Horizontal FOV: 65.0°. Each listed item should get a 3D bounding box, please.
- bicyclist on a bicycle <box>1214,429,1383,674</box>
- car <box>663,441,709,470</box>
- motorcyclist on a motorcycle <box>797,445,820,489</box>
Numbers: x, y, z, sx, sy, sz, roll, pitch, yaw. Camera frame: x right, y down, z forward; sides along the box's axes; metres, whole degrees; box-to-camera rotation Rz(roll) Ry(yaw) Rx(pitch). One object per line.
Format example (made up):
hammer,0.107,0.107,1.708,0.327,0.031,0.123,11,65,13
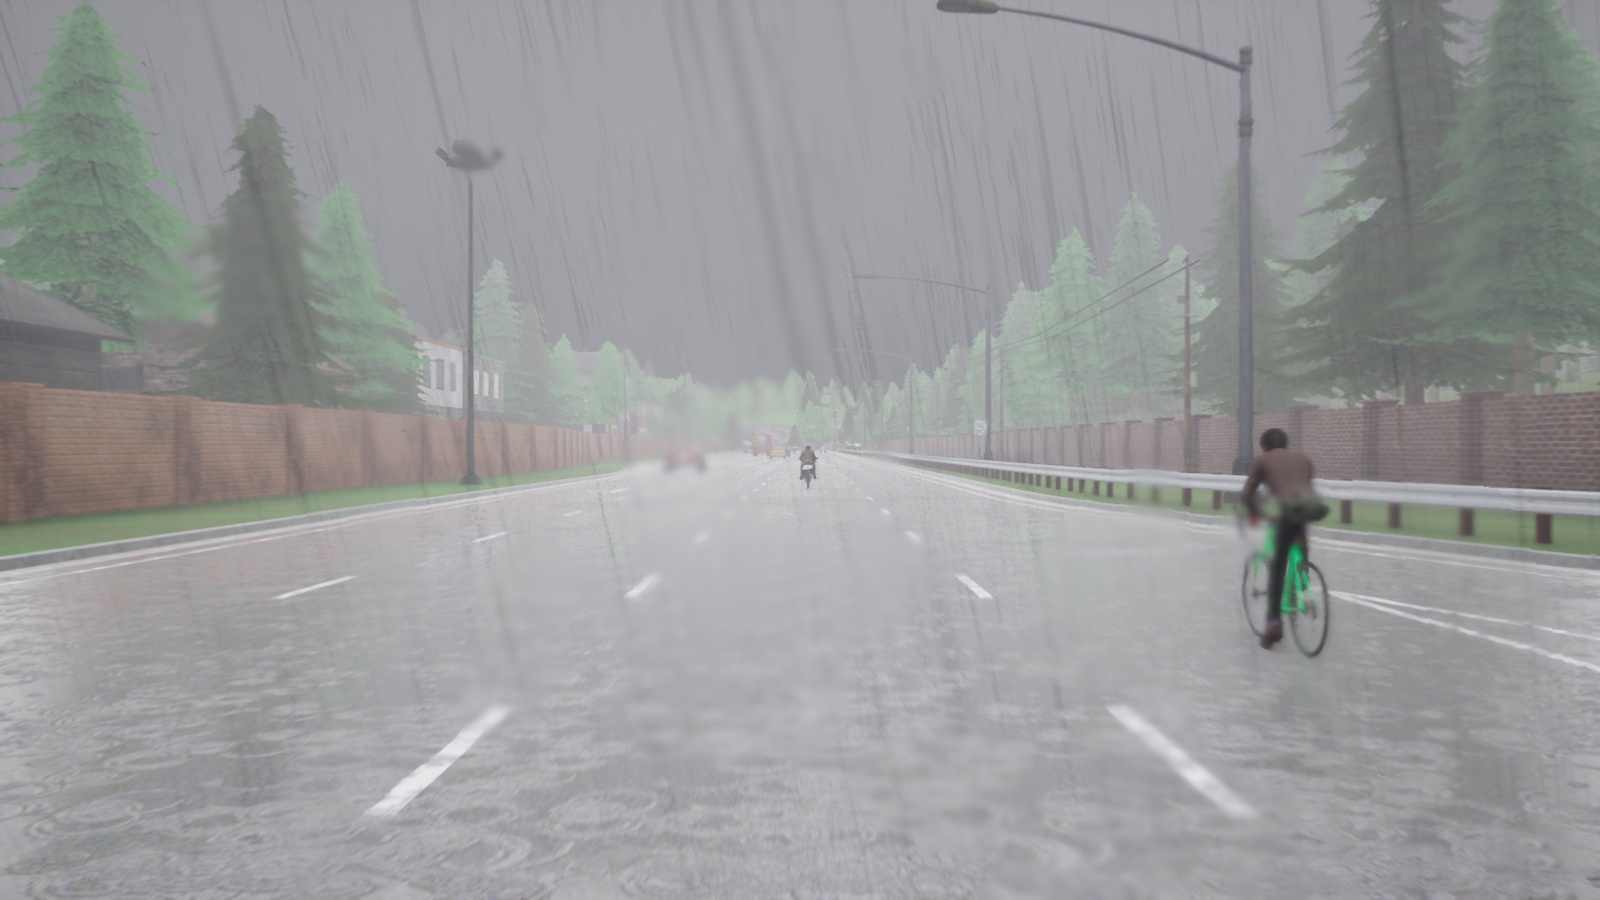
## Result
bicyclist on a bicycle,3.570,0.673,9.141,0.582,1.620,1.656,0,0,0
car,-6.518,0.298,72.304,2.152,1.651,5.027,0,0,0
motorcyclist on a motorcycle,0.300,0.591,44.409,0.797,1.523,2.044,0,0,0
